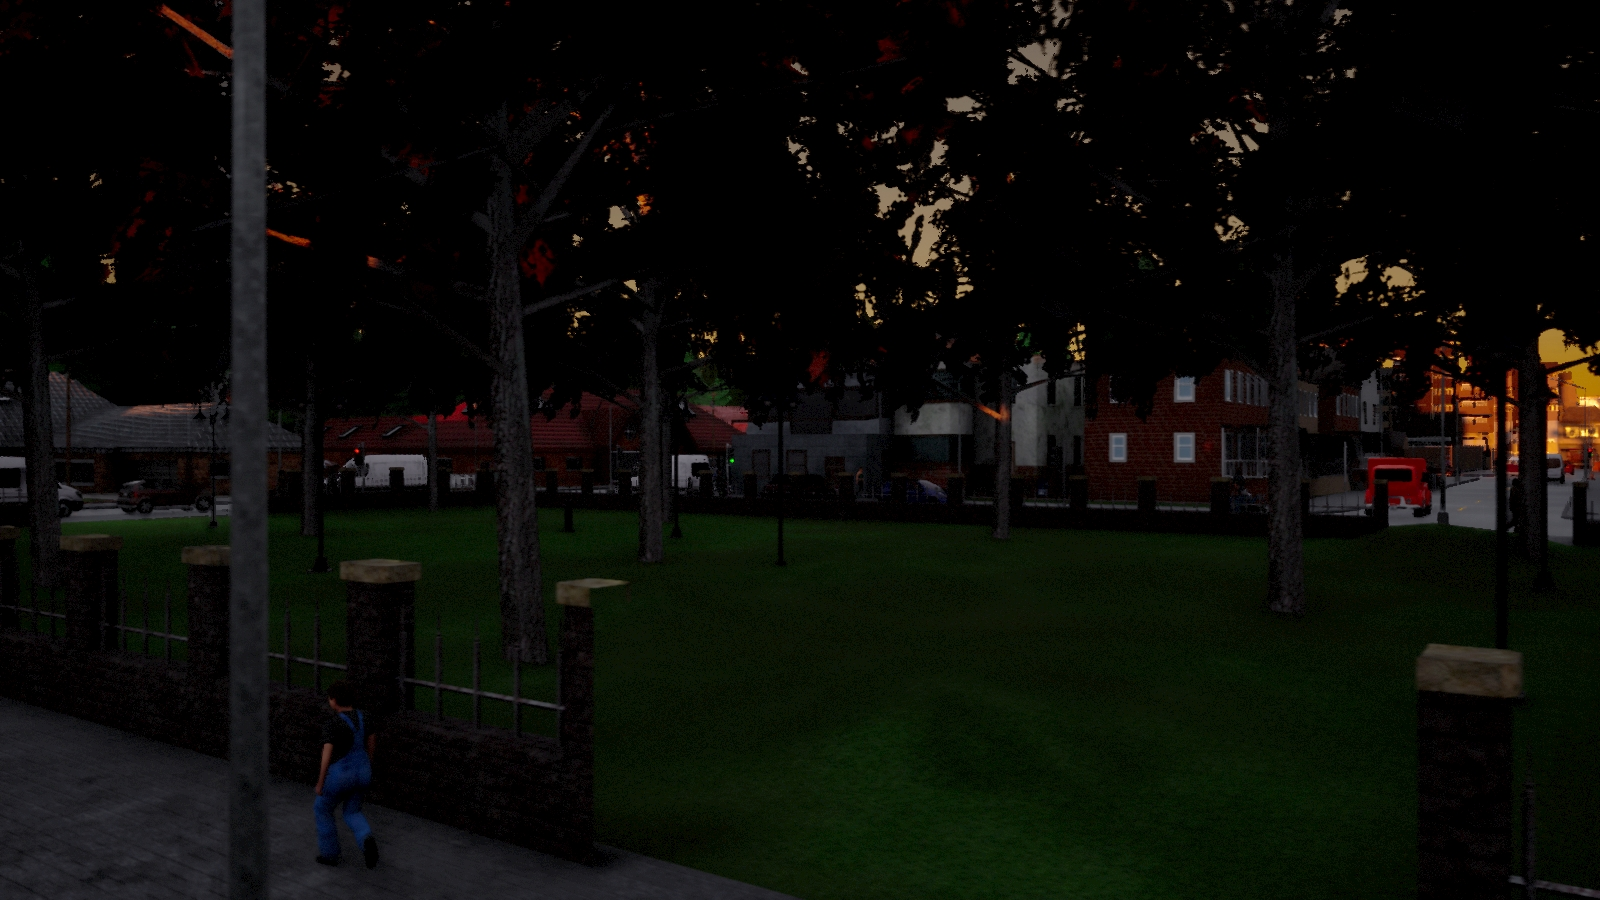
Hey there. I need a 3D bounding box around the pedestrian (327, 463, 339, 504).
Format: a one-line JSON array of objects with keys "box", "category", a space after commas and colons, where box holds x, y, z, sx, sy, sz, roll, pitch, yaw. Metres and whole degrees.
[{"box": [-21.430, 1.526, 52.451, 0.375, 1.860, 0.375, 0, 0, 34], "category": "pedestrian"}]

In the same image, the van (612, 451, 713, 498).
[{"box": [-7.877, 1.317, 65.118, 5.915, 2.561, 1.988, 0, 0, 35], "category": "van"}]

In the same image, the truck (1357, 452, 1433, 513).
[{"box": [25.582, 1.357, 49.036, 2.627, 2.467, 5.204, 0, -1, 30], "category": "truck"}]

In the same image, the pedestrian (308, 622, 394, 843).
[{"box": [-2.905, 1.806, 7.399, 0.375, 1.300, 0.375, 0, 0, 35], "category": "pedestrian"}]

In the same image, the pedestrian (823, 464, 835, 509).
[{"box": [1.207, 1.526, 47.478, 0.375, 1.860, 0.375, 0, 0, 34], "category": "pedestrian"}]

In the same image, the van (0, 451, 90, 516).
[{"box": [-32.240, 1.316, 45.987, 1.988, 2.561, 5.915, 0, 0, 36], "category": "van"}]

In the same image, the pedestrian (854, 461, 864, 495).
[{"box": [3.242, 1.526, 62.745, 0.375, 1.860, 0.375, 0, 0, 35], "category": "pedestrian"}]

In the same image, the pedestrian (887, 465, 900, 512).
[{"box": [3.749, 1.525, 45.619, 0.375, 1.860, 0.375, 0, 0, 34], "category": "pedestrian"}]

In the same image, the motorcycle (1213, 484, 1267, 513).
[{"box": [18.031, 1.993, 46.856, 2.033, 1.145, 0.803, 0, -4, 22], "category": "motorcycle"}]

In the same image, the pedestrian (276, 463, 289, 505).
[{"box": [-23.092, 1.526, 51.010, 0.375, 1.860, 0.375, 0, 0, 25], "category": "pedestrian"}]

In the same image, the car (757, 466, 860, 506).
[{"box": [0.384, 1.687, 54.443, 4.553, 1.767, 2.097, 0, 0, 35], "category": "car"}]

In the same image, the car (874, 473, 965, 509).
[{"box": [5.329, 1.819, 51.191, 3.633, 1.501, 1.845, 0, 0, 36], "category": "car"}]

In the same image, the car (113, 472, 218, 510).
[{"box": [-28.441, 1.808, 51.306, 1.789, 1.549, 3.705, 0, 0, 35], "category": "car"}]

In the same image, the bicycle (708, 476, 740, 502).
[{"box": [-3.831, 1.941, 57.468, 1.835, 1.271, 0.329, 0, 0, 35], "category": "bicycle"}]

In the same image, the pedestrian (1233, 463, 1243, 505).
[{"box": [19.617, 1.516, 51.179, 0.375, 1.860, 0.375, 0, 0, 31], "category": "pedestrian"}]
